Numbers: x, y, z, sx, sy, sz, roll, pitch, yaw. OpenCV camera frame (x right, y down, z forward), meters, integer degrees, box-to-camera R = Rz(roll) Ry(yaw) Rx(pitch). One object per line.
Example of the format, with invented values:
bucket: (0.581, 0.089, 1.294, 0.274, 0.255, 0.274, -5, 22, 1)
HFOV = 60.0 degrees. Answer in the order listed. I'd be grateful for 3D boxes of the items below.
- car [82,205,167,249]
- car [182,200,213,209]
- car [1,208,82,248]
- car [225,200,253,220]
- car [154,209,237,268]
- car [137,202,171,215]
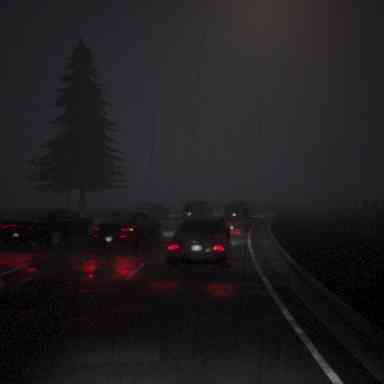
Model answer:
car: (-2.642, 1.499, 14.300, 1.812, 1.442, 4.674, 0, 0, 9)
car: (0.544, 1.453, 28.592, 1.837, 1.490, 4.892, 0, 0, 16)
car: (-6.106, 1.452, 14.766, 1.882, 1.535, 5.008, 0, 0, 9)
car: (3.896, 1.454, 27.657, 1.837, 1.490, 4.892, 0, 0, 16)
car: (0.406, 1.526, 11.287, 2.033, 1.411, 5.357, 0, 0, 7)
car: (-3.432, 1.497, 27.480, 2.033, 1.411, 5.357, 0, 0, 17)
